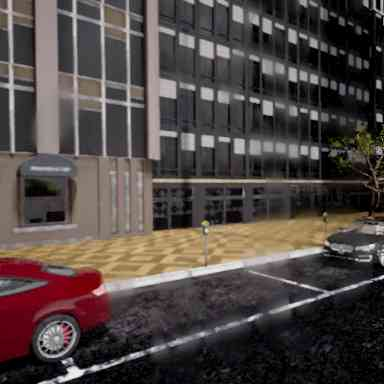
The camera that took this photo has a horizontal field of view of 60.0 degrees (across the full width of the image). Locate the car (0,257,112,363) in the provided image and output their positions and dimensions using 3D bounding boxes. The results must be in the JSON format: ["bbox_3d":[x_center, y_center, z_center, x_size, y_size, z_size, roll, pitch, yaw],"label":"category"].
[{"bbox_3d":[-3.164,1.583,4.312,4.206,1.307,1.802,0,0,-35],"label":"car"}]

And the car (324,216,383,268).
[{"bbox_3d":[6.094,1.498,10.908,4.403,1.369,2.008,0,0,-35],"label":"car"}]
